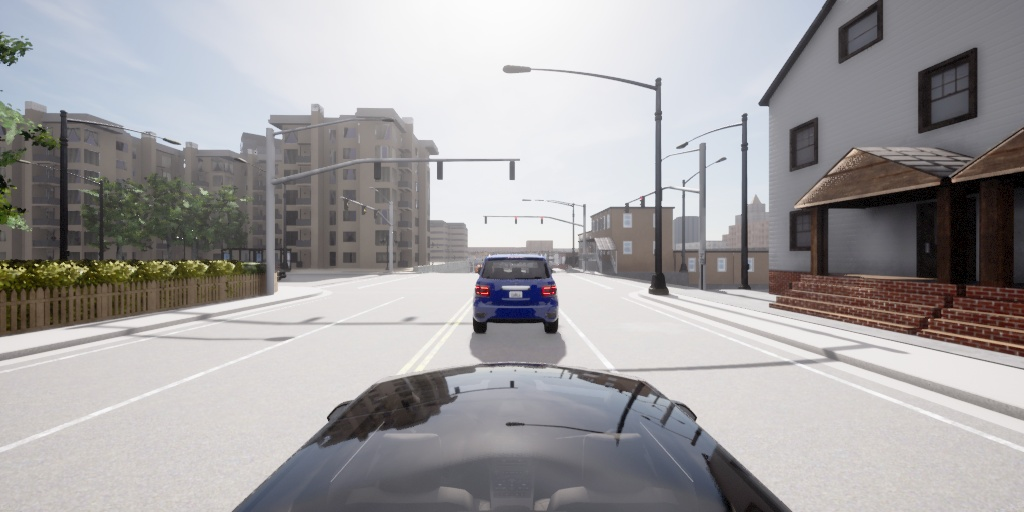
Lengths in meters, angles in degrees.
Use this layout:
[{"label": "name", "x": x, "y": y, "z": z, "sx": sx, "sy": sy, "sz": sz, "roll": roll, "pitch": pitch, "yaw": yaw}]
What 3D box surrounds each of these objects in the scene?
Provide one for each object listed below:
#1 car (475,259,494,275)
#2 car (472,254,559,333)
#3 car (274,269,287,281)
[{"label": "car", "x": -3.562, "y": 1.506, "z": 46.886, "sx": 2.097, "sy": 1.767, "sz": 4.553, "roll": 1, "pitch": -5, "yaw": 0}, {"label": "car", "x": 0.100, "y": 0.971, "z": 10.866, "sx": 2.150, "sy": 2.045, "sz": 5.566, "roll": 0, "pitch": 0, "yaw": 0}, {"label": "car", "x": -20.347, "y": 1.255, "z": 28.067, "sx": 4.892, "sy": 1.490, "sz": 1.837, "roll": 0, "pitch": 0, "yaw": 1}]
